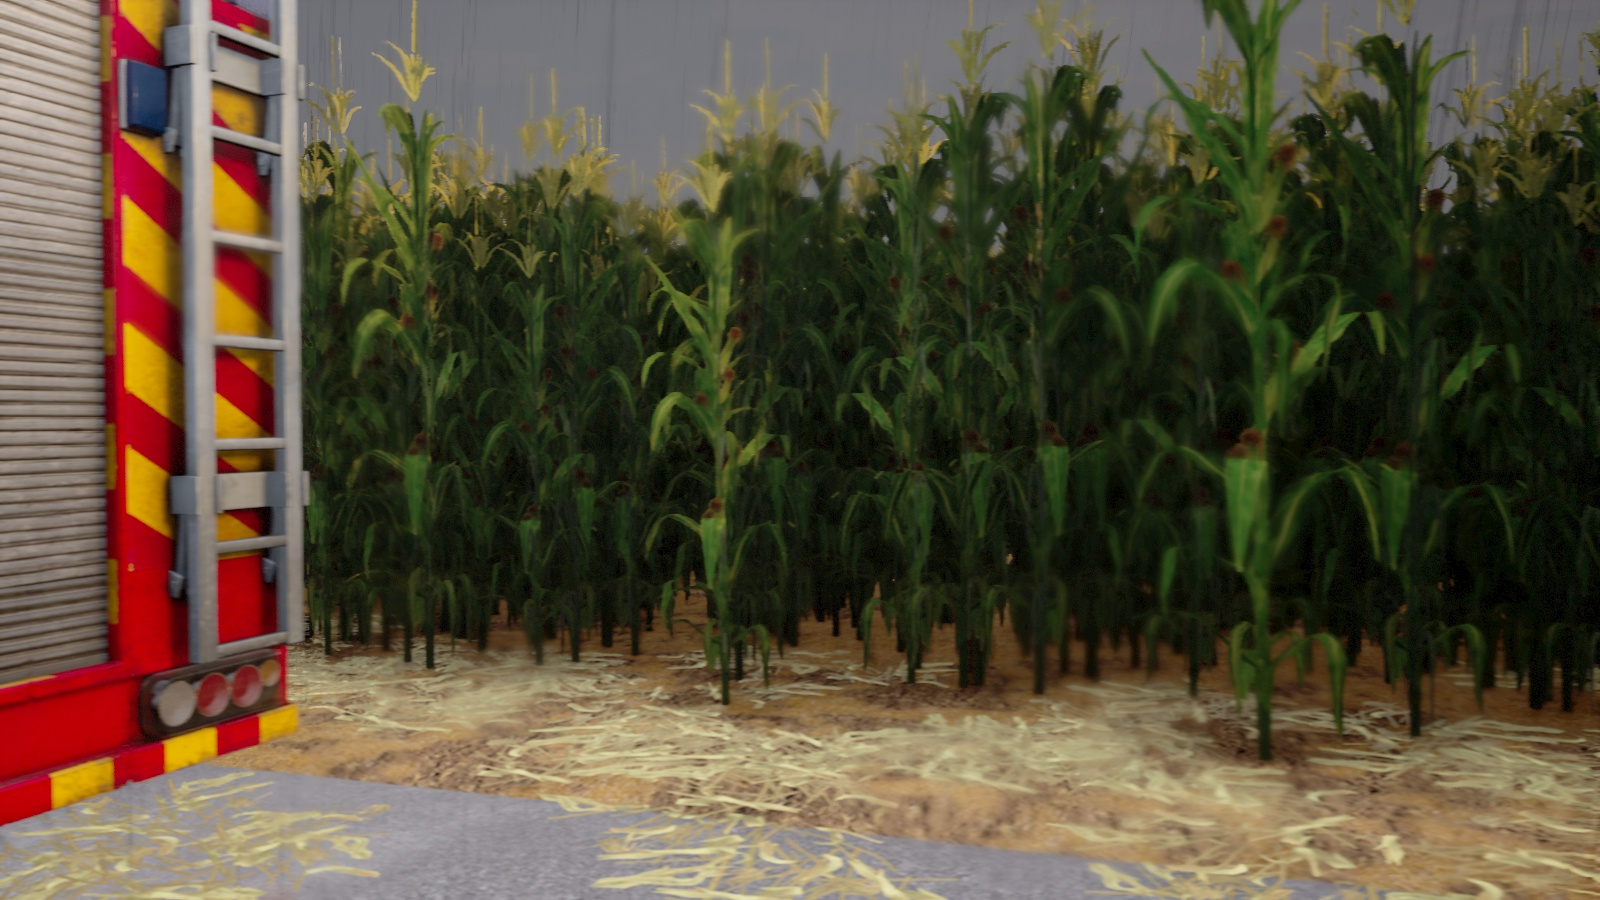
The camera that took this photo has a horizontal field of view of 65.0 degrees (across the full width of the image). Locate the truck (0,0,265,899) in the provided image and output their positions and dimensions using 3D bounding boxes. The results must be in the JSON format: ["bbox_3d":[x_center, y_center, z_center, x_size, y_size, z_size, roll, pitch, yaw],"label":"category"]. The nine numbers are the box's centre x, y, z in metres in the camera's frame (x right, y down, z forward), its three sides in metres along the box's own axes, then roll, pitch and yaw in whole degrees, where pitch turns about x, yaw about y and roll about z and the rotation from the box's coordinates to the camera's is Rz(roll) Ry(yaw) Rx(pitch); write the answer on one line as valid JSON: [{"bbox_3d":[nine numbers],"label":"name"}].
[{"bbox_3d":[-6.585,-0.465,5.098,8.468,3.827,2.891,1,1,21],"label":"truck"}]
